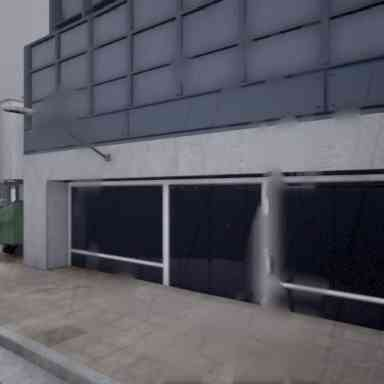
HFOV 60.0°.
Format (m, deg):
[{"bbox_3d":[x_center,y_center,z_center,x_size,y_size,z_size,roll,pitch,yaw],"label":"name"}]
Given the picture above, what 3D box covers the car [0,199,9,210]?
[{"bbox_3d":[-15.683,1.327,26.838,1.837,1.490,4.892,0,0,35],"label":"car"}]
